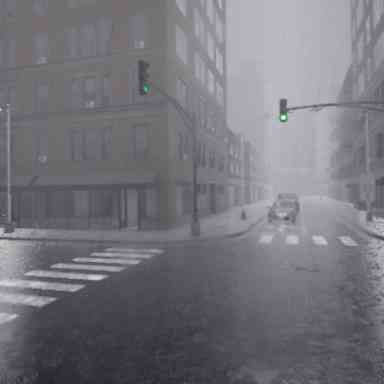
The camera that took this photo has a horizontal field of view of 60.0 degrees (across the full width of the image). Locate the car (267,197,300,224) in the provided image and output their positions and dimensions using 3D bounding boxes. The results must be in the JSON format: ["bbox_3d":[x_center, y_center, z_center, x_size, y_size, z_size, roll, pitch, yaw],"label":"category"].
[{"bbox_3d":[6.602,1.375,24.114,2.128,1.511,4.902,-1,0,18],"label":"car"}]

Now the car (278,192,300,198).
[{"bbox_3d":[9.640,1.050,33.566,2.150,2.045,5.566,-1,0,18],"label":"car"}]
